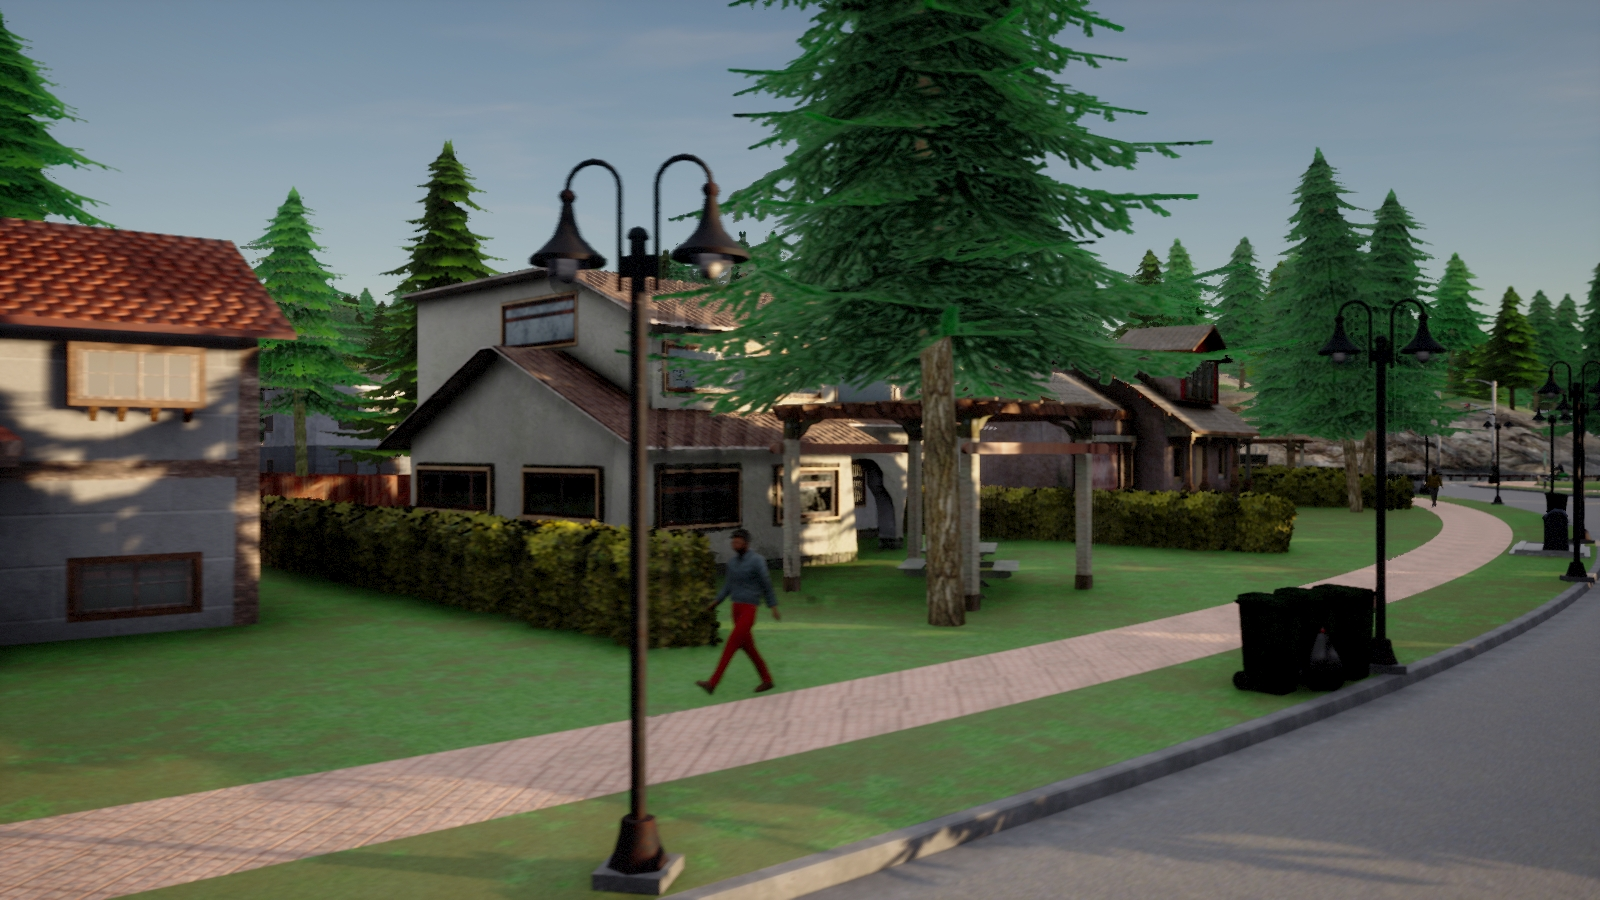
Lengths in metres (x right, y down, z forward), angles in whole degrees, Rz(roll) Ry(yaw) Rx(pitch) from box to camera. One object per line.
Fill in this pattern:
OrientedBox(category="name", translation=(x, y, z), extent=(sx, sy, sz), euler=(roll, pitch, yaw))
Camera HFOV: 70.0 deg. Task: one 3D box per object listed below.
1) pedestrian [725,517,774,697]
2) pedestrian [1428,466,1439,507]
OrientedBox(category="pedestrian", translation=(-0.540, 1.668, 12.283), extent=(0.375, 1.860, 0.375), euler=(0, 0, -42))
OrientedBox(category="pedestrian", translation=(29.090, 1.674, 52.464), extent=(0.375, 1.860, 0.375), euler=(0, 0, 20))
